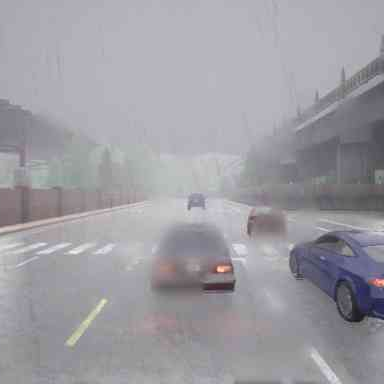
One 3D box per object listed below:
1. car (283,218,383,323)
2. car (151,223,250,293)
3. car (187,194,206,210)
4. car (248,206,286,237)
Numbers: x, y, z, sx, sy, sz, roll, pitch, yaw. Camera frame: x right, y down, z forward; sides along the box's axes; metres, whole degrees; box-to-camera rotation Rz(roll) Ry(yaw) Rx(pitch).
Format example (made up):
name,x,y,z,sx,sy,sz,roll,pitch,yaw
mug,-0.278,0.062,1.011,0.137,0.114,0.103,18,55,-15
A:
name,x,y,z,sx,sy,sz,roll,pitch,yaw
car,3.540,1.526,7.047,1.812,1.442,4.674,0,0,0
car,0.030,1.547,8.981,2.033,1.411,5.357,0,0,0
car,0.592,1.221,42.791,2.150,2.045,5.566,0,0,1
car,4.093,1.478,18.170,1.882,1.535,5.008,0,0,12
